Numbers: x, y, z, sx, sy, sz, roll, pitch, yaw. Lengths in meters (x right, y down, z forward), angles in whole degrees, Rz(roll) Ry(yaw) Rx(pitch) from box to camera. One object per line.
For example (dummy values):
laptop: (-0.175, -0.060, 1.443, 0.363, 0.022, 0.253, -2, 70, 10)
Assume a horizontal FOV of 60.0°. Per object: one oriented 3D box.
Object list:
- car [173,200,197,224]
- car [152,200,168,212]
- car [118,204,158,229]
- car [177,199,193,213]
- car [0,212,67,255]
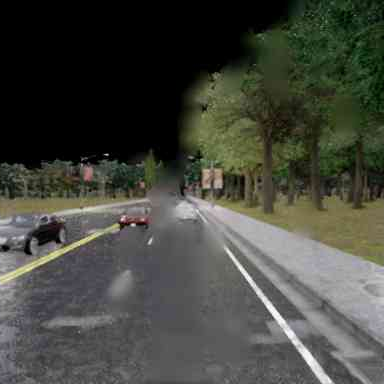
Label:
car: (-0.543, 1.628, 26.163, 1.812, 1.442, 4.674, -1, 0, -1)
car: (-4.084, 1.705, 41.874, 2.128, 1.511, 4.902, -1, 0, -1)
car: (-3.622, 1.719, 22.389, 1.895, 1.301, 4.718, -1, 0, -1)
car: (-0.857, 1.703, 41.620, 1.812, 1.442, 4.674, -1, 0, -1)
car: (-6.774, 1.610, 13.807, 2.128, 1.511, 4.902, -1, 0, -1)
